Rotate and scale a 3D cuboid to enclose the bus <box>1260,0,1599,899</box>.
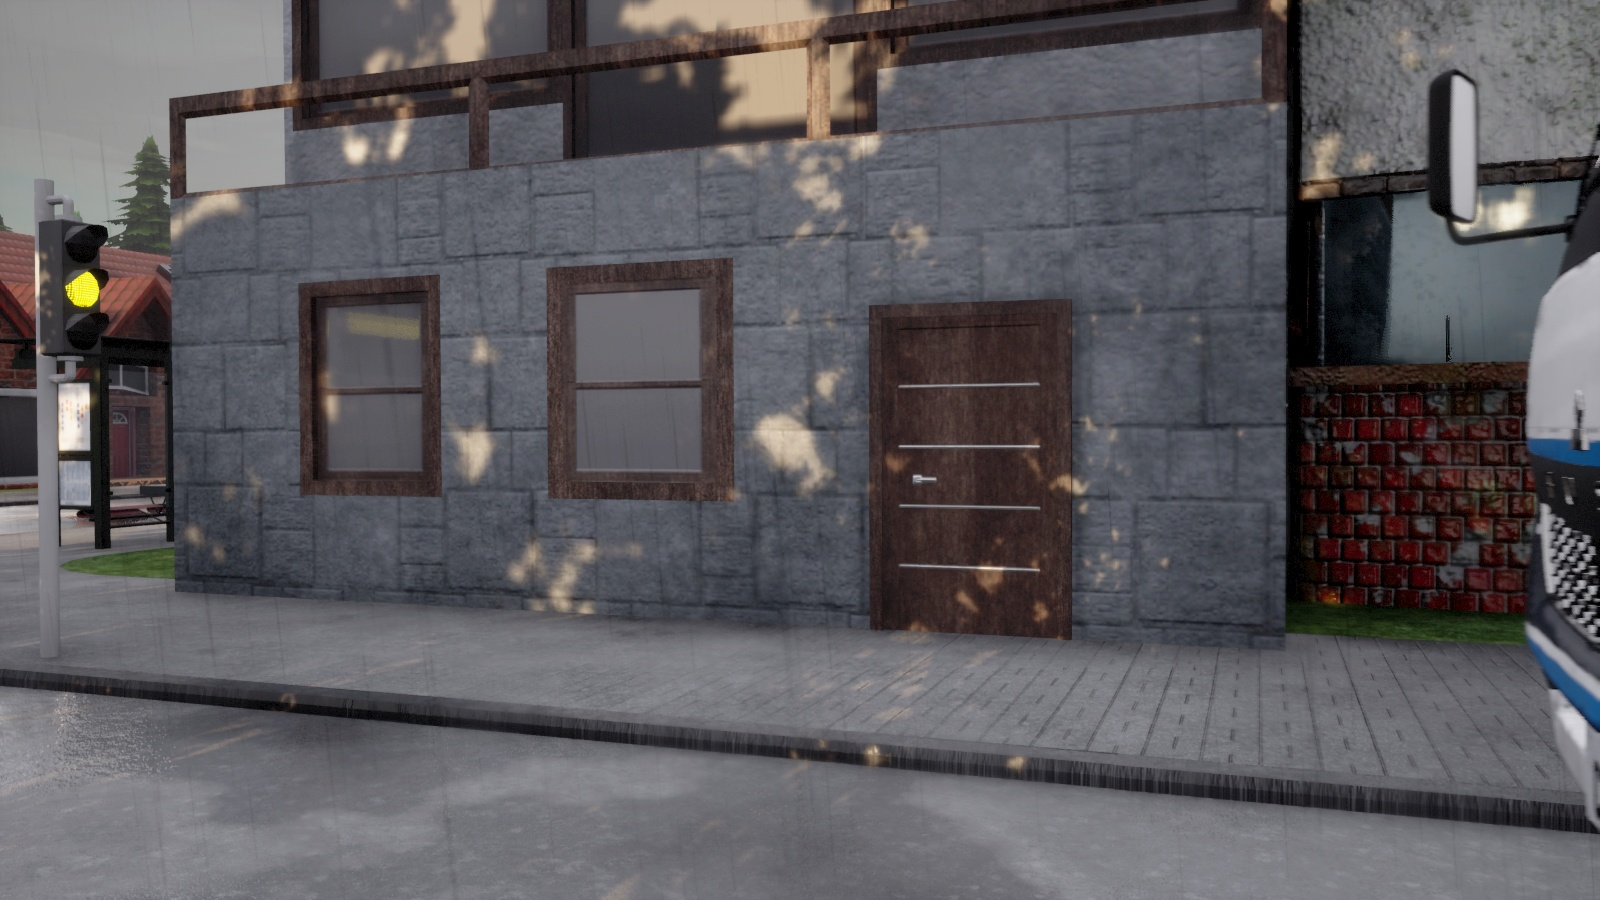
[{"bbox_3d":[6.085,-0.552,1.565,10.273,4.253,3.944,1,1,21],"label":"bus"}]
